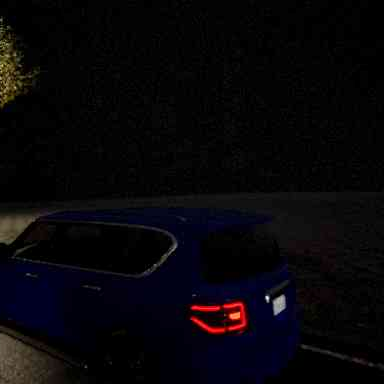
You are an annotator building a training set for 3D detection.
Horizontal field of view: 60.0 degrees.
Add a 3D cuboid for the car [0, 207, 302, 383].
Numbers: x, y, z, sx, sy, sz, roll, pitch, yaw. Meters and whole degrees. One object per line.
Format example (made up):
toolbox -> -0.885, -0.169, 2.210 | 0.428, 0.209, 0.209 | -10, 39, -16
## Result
car -> -1.293, 1.249, 4.917 | 5.566, 2.045, 2.150 | -1, 0, 36
